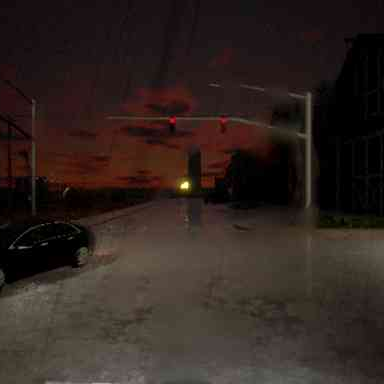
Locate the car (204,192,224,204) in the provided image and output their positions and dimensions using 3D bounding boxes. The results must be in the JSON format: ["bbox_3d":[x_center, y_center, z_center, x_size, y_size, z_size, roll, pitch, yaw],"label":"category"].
[{"bbox_3d":[4.008,1.077,60.238,1.905,1.878,3.866,-8,4,-42],"label":"car"}]

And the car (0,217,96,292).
[{"bbox_3d":[-4.546,1.499,8.819,1.837,1.490,4.892,2,1,20],"label":"car"}]
